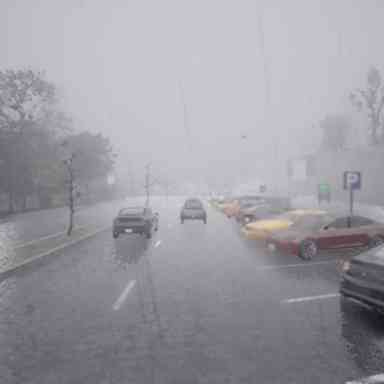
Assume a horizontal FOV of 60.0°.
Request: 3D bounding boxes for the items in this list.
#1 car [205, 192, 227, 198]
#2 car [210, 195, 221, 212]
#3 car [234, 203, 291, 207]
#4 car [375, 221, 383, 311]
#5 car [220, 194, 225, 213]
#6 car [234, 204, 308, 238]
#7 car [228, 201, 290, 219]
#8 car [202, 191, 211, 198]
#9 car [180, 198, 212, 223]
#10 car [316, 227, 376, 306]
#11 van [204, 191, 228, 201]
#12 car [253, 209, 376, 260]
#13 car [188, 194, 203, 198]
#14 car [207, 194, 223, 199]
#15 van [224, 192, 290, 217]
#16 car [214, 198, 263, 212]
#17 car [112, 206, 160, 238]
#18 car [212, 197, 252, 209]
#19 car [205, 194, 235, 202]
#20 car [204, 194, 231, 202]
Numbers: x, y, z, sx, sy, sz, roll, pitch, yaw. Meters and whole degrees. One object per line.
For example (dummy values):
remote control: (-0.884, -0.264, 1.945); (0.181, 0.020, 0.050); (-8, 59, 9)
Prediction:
car: (5.087, 1.234, 51.226); (4.892, 1.521, 2.231); (1, 1, -20)
car: (4.901, 1.387, 33.272); (5.366, 1.575, 1.946); (1, 1, -20)
car: (5.099, 1.536, 18.430); (4.792, 1.488, 2.163); (1, 0, -20)
car: (5.101, 1.253, 3.506); (5.566, 2.045, 2.435); (1, 0, -20)
car: (5.047, 1.323, 27.361); (4.553, 1.767, 2.185); (1, 0, -20)
car: (4.901, 1.508, 15.361); (5.366, 1.575, 1.946); (1, 0, -20)
car: (5.068, 1.530, 21.403); (4.674, 1.452, 2.002); (1, 0, -20)
car: (5.107, 0.962, 54.226); (5.566, 2.045, 2.435); (1, 0, -20)
car: (0.104, 1.466, 25.175); (2.128, 1.511, 4.902); (0, 0, 0)
car: (5.068, 1.551, 6.476); (4.674, 1.452, 2.002); (1, 0, -20)
van: (4.974, 0.923, 69.081); (4.442, 1.987, 1.878); (1, 0, -20)
car: (5.045, 1.547, 12.434); (4.792, 1.488, 2.163); (1, 0, -20)
car: (0.106, 1.316, 41.889); (1.837, 1.490, 4.892); (0, 0, 0)
car: (4.903, 1.324, 39.238); (5.366, 1.575, 1.946); (1, 1, -20)
van: (4.969, 1.246, 24.333); (4.442, 1.987, 1.878); (1, 1, -20)
car: (5.102, 1.390, 36.334); (4.792, 1.488, 2.163); (1, 0, -20)
car: (-2.897, 1.522, 17.680); (1.837, 1.490, 4.892); (0, 0, 0)
car: (5.072, 1.342, 42.287); (4.674, 1.452, 2.002); (1, 0, -20)
car: (5.253, 1.170, 63.225); (5.366, 1.575, 1.946); (1, 0, -20)
car: (5.105, 1.190, 66.155); (4.792, 1.488, 2.163); (1, 0, -20)
